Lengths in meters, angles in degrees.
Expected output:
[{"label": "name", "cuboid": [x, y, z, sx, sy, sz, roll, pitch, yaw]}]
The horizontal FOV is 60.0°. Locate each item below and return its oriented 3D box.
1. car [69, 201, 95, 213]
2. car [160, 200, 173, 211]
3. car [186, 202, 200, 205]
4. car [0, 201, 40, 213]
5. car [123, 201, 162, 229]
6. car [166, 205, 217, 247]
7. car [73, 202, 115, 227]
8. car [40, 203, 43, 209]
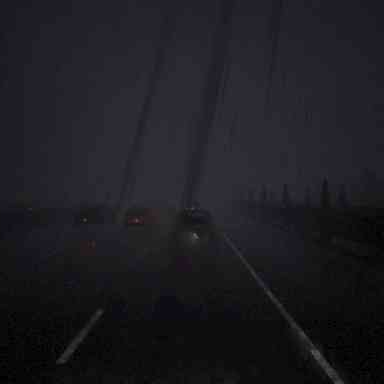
[{"label": "car", "cuboid": [-14.090, 1.916, 42.958, 1.994, 1.385, 4.181, 0, -2, 0]}, {"label": "car", "cuboid": [-3.405, 1.780, 40.843, 2.128, 1.511, 4.902, 0, -2, 0]}, {"label": "car", "cuboid": [0.096, 1.755, 35.705, 2.033, 1.411, 5.357, 0, 0, 0]}, {"label": "car", "cuboid": [-17.602, 1.689, 33.403, 1.837, 1.490, 4.892, 0, 0, 0]}, {"label": "car", "cuboid": [-3.403, 1.609, 22.914, 1.882, 1.535, 5.008, 0, 0, 0]}, {"label": "car", "cuboid": [0.098, 1.581, 15.488, 2.128, 1.511, 4.902, 0, 0, 0]}, {"label": "car", "cuboid": [-6.903, 1.629, 23.930, 2.128, 1.511, 4.902, 0, 0, 0]}, {"label": "car", "cuboid": [-21.087, 1.842, 42.908, 2.128, 1.511, 4.902, 0, -2, 0]}]
